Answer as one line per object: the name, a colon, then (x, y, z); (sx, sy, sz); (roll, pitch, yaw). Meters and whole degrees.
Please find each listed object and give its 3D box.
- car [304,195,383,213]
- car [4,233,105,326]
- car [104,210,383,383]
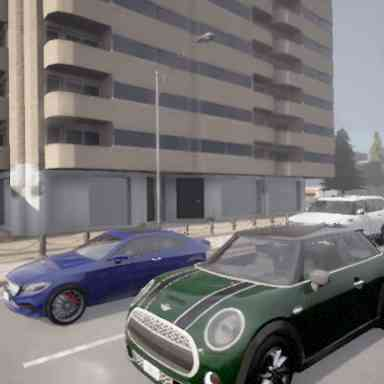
car: (6.065, 1.178, 13.436); (5.566, 2.045, 2.150); (-1, 0, -39)
car: (-1.474, 1.565, 7.356); (4.674, 1.442, 1.812); (-1, 0, -39)
car: (1.290, 1.350, 5.094); (4.553, 1.767, 2.097); (-1, 0, -39)
